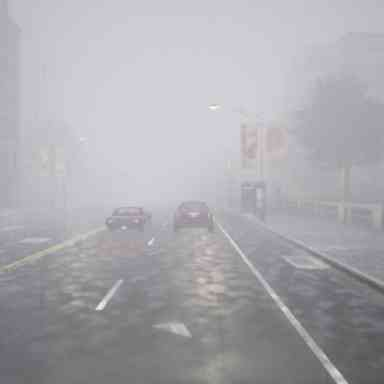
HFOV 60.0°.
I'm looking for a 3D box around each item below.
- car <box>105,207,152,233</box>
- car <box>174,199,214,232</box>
[{"bbox_3d":[-3.418,1.479,18.907,1.895,1.301,4.718,0,0,0],"label":"car"},{"bbox_3d":[0.081,1.228,19.157,2.097,1.767,4.553,0,0,0],"label":"car"}]
